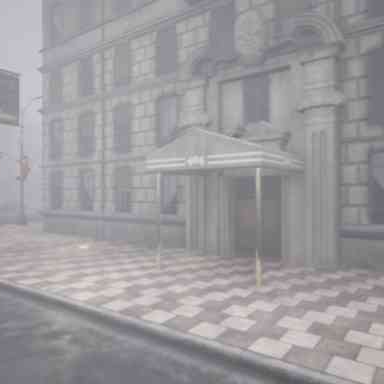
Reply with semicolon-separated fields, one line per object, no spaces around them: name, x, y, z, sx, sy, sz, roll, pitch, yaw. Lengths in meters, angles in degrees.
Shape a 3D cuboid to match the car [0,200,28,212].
car;-21.355;1.716;38.353;1.812;1.442;4.674;0;0;36
